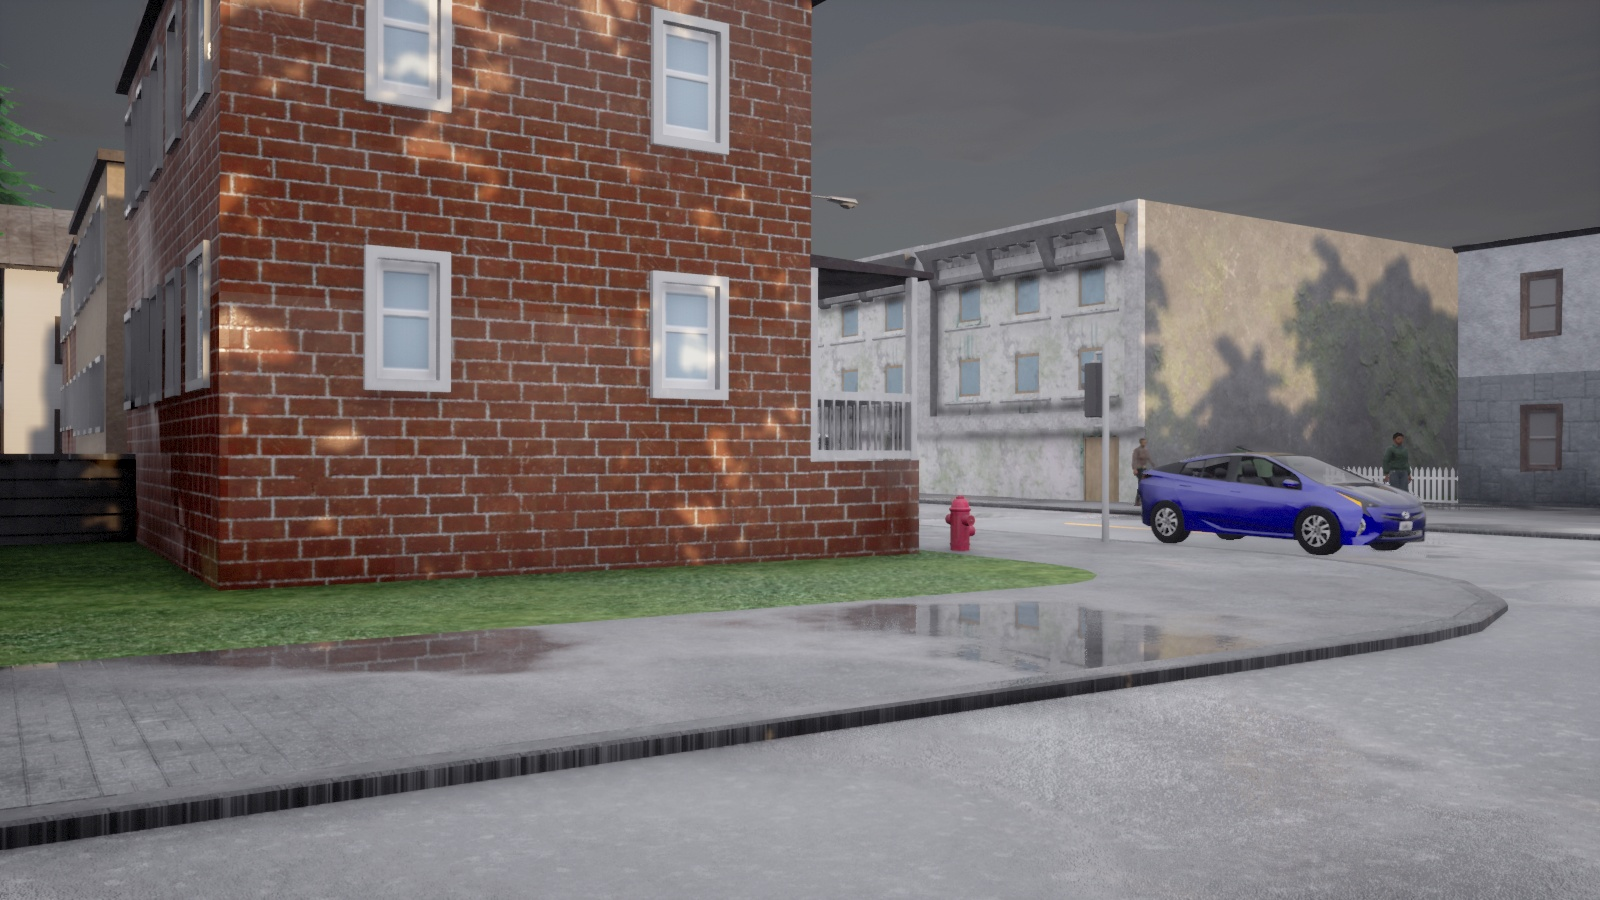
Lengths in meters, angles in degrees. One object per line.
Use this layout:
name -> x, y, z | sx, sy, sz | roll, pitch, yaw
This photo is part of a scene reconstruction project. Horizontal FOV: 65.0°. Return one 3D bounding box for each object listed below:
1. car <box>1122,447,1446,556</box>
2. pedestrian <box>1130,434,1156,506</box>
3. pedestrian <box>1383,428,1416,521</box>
car -> 7.562, 0.723, 20.082 | 2.007, 1.525, 4.514 | 0, 0, -33
pedestrian -> 8.957, 0.516, 32.799 | 0.331, 1.846, 0.634 | 0, 0, -27
pedestrian -> 12.145, 0.491, 25.450 | 0.353, 1.847, 0.614 | 0, 0, -3
